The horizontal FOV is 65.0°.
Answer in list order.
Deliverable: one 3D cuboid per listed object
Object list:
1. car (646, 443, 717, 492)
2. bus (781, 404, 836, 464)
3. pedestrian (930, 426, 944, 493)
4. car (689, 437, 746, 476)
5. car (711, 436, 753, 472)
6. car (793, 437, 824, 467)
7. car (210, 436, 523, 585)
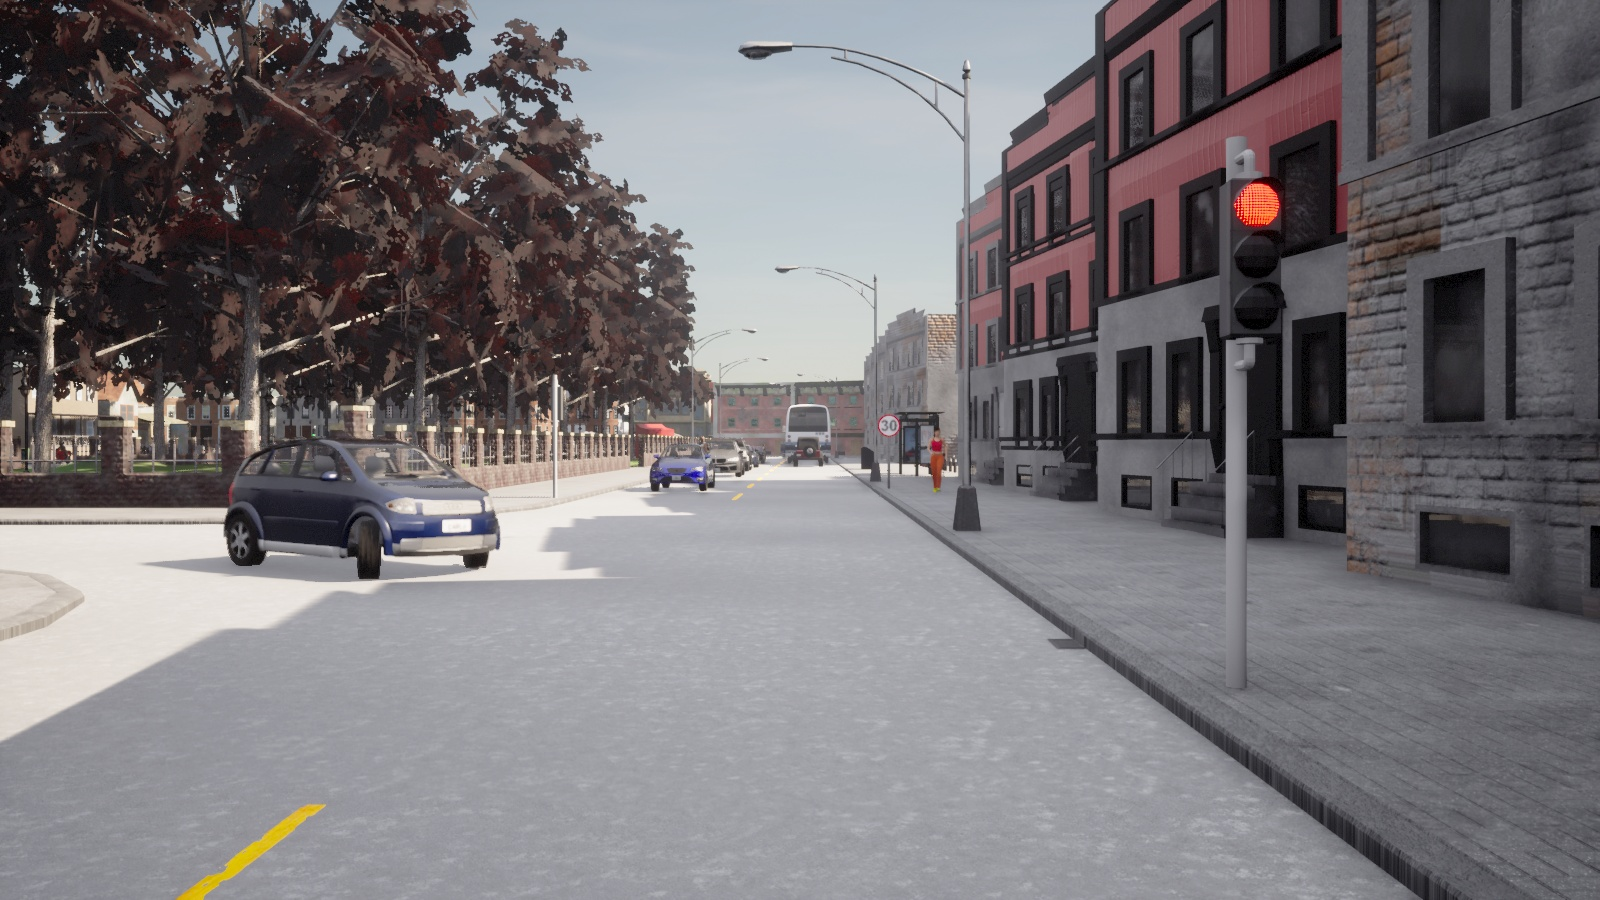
[{"bbox_3d":[-3.717,0.530,40.145,1.816,1.474,4.193,0,0,1],"label":"car"},{"bbox_3d":[0.604,-1.166,95.102,3.944,4.253,10.273,0,0,0],"label":"bus"},{"bbox_3d":[3.787,0.256,34.727,0.345,1.836,0.594,0,0,10],"label":"pedestrian"},{"bbox_3d":[-3.627,0.270,56.252,2.242,1.667,4.611,0,0,0],"label":"car"},{"bbox_3d":[-3.560,0.187,66.136,1.932,1.855,4.605,0,0,1],"label":"car"},{"bbox_3d":[0.526,0.091,80.056,1.905,1.878,3.866,0,0,0],"label":"car"},{"bbox_3d":[-5.218,0.635,14.967,3.705,1.549,1.789,0,-1,38],"label":"car"}]
